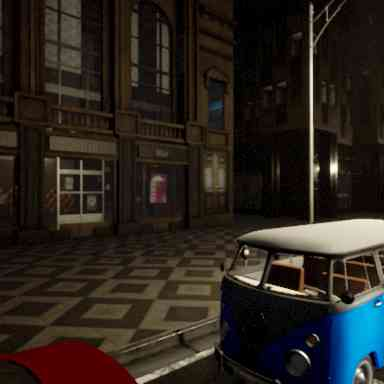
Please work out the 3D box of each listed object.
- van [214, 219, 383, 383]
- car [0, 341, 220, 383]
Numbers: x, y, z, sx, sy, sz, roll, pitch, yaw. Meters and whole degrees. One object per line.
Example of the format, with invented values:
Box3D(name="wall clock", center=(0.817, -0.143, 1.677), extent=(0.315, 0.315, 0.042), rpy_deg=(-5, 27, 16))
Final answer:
Box3D(name="van", center=(2.115, 1.338, 4.612), extent=(3.998, 1.788, 1.690), rpy_deg=(0, 0, -40))
Box3D(name="car", center=(-2.203, 1.548, 1.017), extent=(4.507, 1.381, 1.887), rpy_deg=(0, 0, -40))
